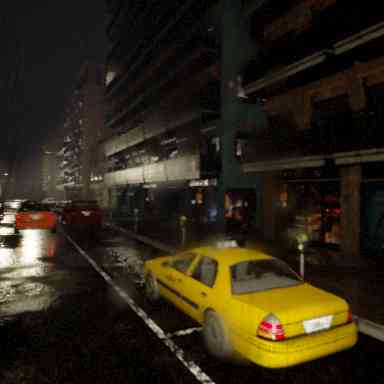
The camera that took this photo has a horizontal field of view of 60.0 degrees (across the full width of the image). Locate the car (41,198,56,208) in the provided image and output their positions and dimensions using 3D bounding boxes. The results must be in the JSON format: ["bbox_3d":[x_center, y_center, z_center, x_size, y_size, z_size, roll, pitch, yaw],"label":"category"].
[{"bbox_3d":[-22.264,1.709,51.450,1.947,1.339,4.313,0,0,-27],"label":"car"}]

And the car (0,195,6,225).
[{"bbox_3d":[-15.079,1.256,24.400,2.150,2.045,5.566,0,0,-27],"label":"car"}]

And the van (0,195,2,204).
[{"bbox_3d":[-39.909,1.537,67.974,1.690,1.788,3.998,0,0,-27],"label":"van"}]

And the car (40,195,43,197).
[{"bbox_3d":[-19.730,1.564,46.390,1.967,1.590,4.097,0,0,-27],"label":"car"}]

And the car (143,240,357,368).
[{"bbox_3d":[0.470,1.546,6.040,1.752,1.417,4.829,0,0,-27],"label":"car"}]

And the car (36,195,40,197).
[{"bbox_3d":[-34.938,1.812,76.764,1.887,1.381,4.507,0,0,-27],"label":"car"}]

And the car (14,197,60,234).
[{"bbox_3d":[-9.261,1.387,19.646,2.097,1.767,4.553,0,0,-26],"label":"car"}]

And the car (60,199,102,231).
[{"bbox_3d":[-7.056,1.364,21.076,2.192,1.841,5.009,0,0,-27],"label":"car"}]

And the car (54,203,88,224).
[{"bbox_3d":[-9.591,1.613,26.139,2.008,1.369,4.403,0,0,-27],"label":"car"}]

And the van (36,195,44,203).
[{"bbox_3d":[-37.473,1.637,81.826,1.690,1.788,3.998,0,0,-27],"label":"van"}]

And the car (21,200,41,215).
[{"bbox_3d":[-17.483,1.605,36.075,1.812,1.442,4.674,0,0,-26],"label":"car"}]

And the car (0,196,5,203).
[{"bbox_3d":[-44.901,1.777,77.946,1.752,1.417,4.829,0,0,-27],"label":"car"}]

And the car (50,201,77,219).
[{"bbox_3d":[-12.126,1.626,31.201,2.008,1.369,4.403,0,0,-27],"label":"car"}]
